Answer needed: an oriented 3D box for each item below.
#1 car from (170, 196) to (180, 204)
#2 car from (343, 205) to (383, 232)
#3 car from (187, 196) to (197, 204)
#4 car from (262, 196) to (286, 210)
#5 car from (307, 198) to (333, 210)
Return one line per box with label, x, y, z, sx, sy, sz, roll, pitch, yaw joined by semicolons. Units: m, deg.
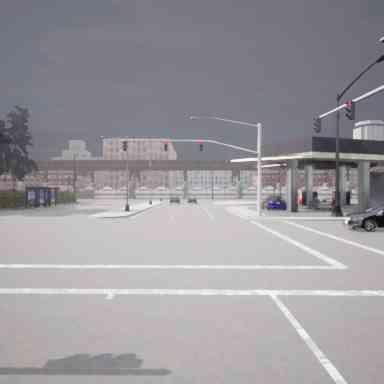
car;-3.361;1.491;66.247;2.128;1.511;4.902;0;0;0
car;11.445;1.491;19.458;4.902;1.511;2.128;0;0;-1
car;0.037;1.547;64.324;2.033;1.411;5.357;0;0;0
car;9.733;1.295;39.643;2.242;1.667;4.611;0;0;0
car;15.478;1.456;40.402;1.970;1.475;3.806;0;0;0
